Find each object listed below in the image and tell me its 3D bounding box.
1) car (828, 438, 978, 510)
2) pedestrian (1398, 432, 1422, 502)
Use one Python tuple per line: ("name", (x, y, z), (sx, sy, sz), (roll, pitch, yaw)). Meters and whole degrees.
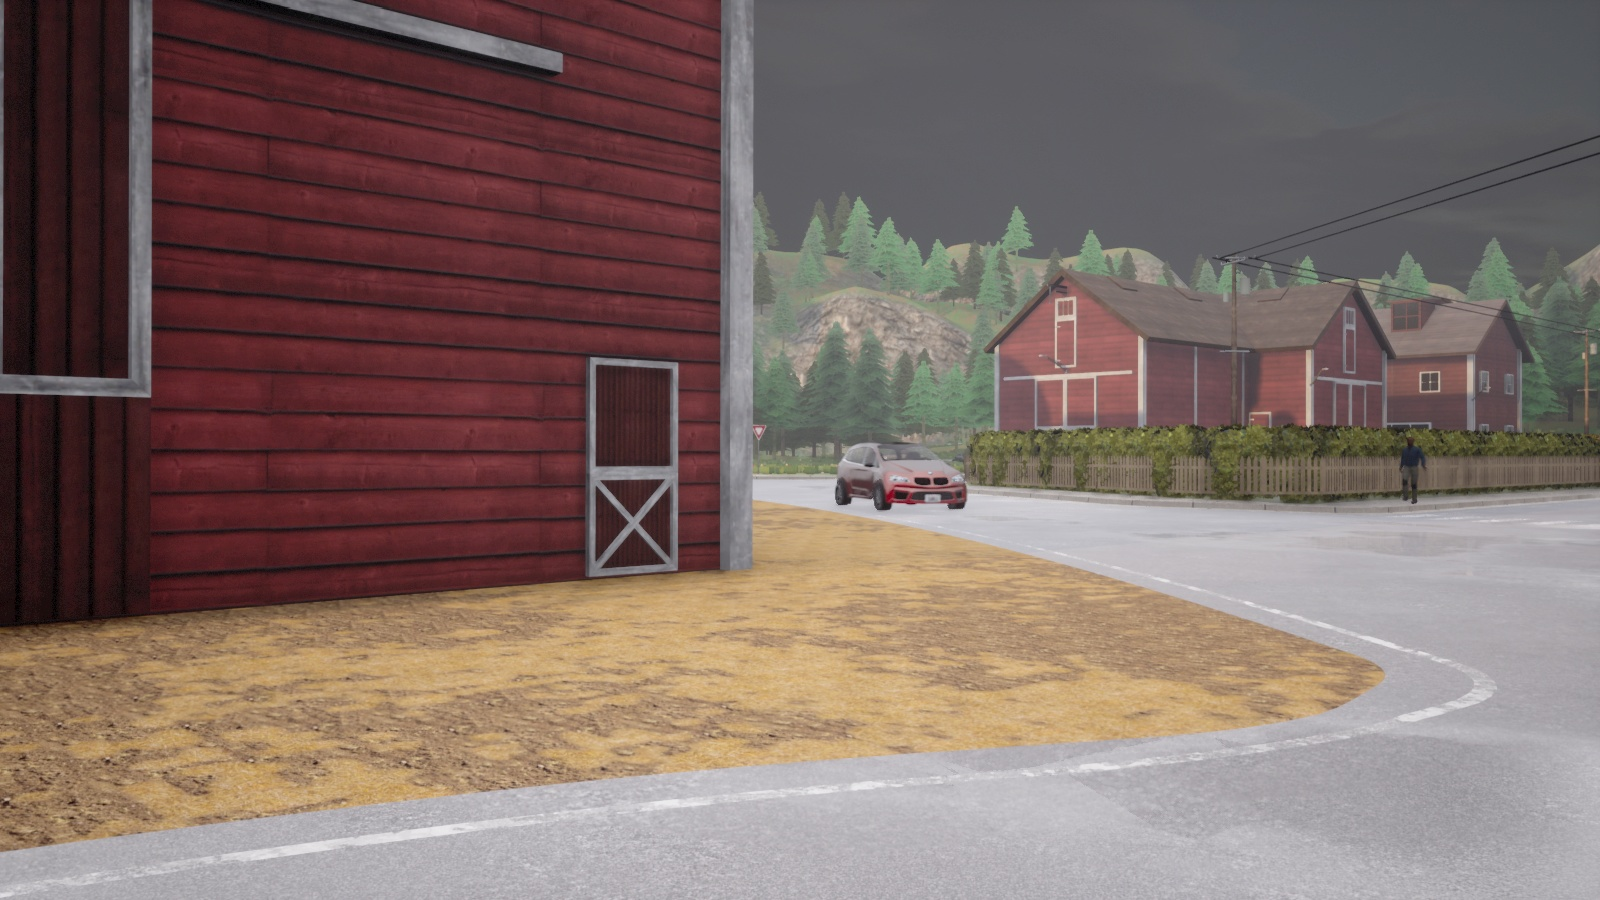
("car", (2.484, 0.546, 31.664), (2.242, 1.667, 4.611), (0, 0, -17))
("pedestrian", (16.308, 0.446, 33.569), (0.370, 1.835, 0.726), (0, 0, 44))
